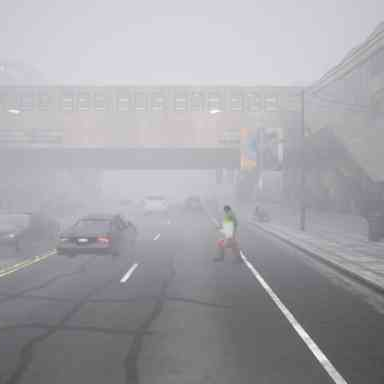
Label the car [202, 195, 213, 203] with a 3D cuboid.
[{"bbox_3d":[3.142,1.480,69.708,2.097,1.535,5.008,0,0,0],"label":"car"}]

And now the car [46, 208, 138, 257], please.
[{"bbox_3d":[-3.382,1.548,12.845,2.033,1.411,5.357,0,0,0],"label":"car"}]

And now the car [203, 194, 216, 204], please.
[{"bbox_3d":[3.269,1.354,63.283,2.185,1.767,4.553,0,0,0],"label":"car"}]

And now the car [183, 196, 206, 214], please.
[{"bbox_3d":[0.158,1.351,35.187,2.097,1.767,4.553,0,0,1],"label":"car"}]

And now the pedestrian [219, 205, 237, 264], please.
[{"bbox_3d":[1.127,1.294,10.432,0.375,1.860,0.375,0,0,0],"label":"pedestrian"}]

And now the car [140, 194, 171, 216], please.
[{"bbox_3d":[-3.354,1.217,32.563,2.150,2.045,5.566,0,-1,0],"label":"car"}]

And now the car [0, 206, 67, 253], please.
[{"bbox_3d":[-7.082,1.526,13.758,1.812,1.442,4.674,0,0,0],"label":"car"}]

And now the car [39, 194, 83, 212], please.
[{"bbox_3d":[-13.505,1.229,33.913,2.435,2.045,5.566,0,0,0],"label":"car"}]

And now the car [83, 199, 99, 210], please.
[{"bbox_3d":[-13.537,1.595,41.309,1.895,1.301,4.718,0,0,0],"label":"car"}]

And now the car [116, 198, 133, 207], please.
[{"bbox_3d":[-10.391,1.564,51.739,1.994,1.385,4.181,0,0,0],"label":"car"}]

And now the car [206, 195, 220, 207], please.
[{"bbox_3d":[3.214,1.481,52.507,2.231,1.521,4.892,0,0,10],"label":"car"}]

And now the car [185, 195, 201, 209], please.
[{"bbox_3d":[0.208,1.352,47.157,2.097,1.767,4.553,0,0,1],"label":"car"}]
